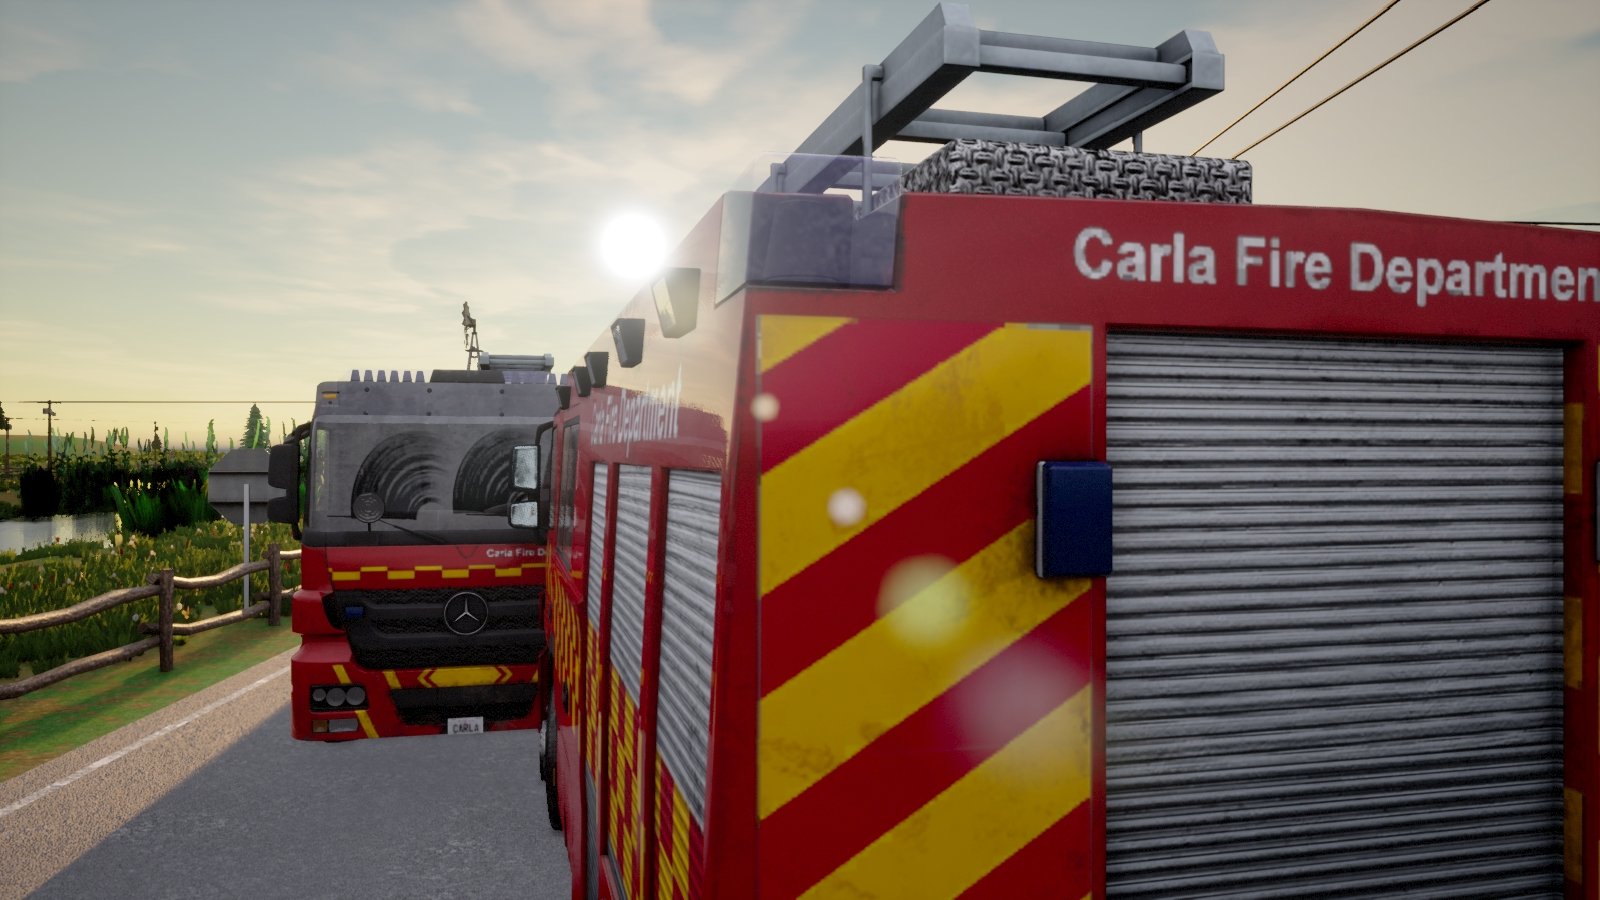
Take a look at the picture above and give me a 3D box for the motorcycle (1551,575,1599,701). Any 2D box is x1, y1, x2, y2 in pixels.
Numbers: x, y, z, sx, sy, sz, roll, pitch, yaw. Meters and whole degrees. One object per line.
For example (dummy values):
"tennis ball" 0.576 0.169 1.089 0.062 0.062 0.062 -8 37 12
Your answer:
"motorcycle" 9.784 2.142 13.120 1.805 1.316 0.856 0 0 -7

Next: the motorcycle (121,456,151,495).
"motorcycle" -41.342 1.577 71.168 0.803 2.348 2.033 0 0 -4

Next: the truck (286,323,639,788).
"truck" -3.912 0.862 13.867 2.891 3.827 8.468 0 0 -15

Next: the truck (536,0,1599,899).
"truck" 0.035 0.867 6.871 2.891 3.827 8.468 0 0 -15
